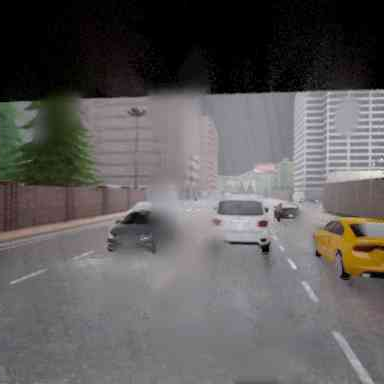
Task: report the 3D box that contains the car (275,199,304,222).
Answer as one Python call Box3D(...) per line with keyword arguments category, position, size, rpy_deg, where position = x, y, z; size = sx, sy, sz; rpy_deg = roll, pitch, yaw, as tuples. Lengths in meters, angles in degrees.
Box3D(category="car", position=(7.550, 1.550, 26.444), size=(1.812, 1.442, 4.674), rpy_deg=(1, 0, 9))

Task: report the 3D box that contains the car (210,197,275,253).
Box3D(category="car", position=(2.033, 1.218, 13.935), size=(2.150, 2.045, 5.566), rpy_deg=(1, 0, 9))

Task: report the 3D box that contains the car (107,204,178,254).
Box3D(category="car", position=(-1.801, 1.466, 13.455), size=(1.837, 1.490, 4.892), rpy_deg=(1, 0, 9))

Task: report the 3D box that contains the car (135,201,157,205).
Box3D(category="car", position=(-3.480, 1.453, 24.990), size=(1.812, 1.442, 4.674), rpy_deg=(1, 0, 9))

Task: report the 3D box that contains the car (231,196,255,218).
Box3D(category="car", position=(4.815, 1.344, 31.418), size=(2.097, 1.767, 4.553), rpy_deg=(1, 0, 9))

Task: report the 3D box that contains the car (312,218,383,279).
Box3D(category="car", position=(4.985, 1.506, 10.014), size=(1.882, 1.535, 5.008), rpy_deg=(1, 0, 8))
